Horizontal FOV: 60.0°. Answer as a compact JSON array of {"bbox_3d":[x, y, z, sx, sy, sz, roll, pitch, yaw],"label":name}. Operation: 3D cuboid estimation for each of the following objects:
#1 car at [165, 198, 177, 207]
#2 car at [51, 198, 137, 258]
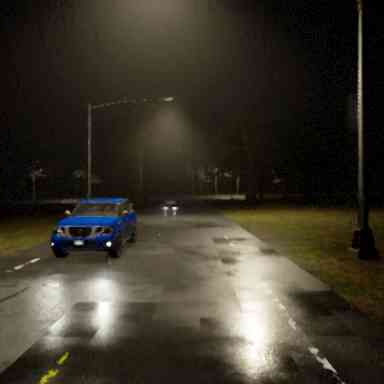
[{"bbox_3d":[-3.554,1.752,56.026,1.812,1.442,4.674,0,0,1],"label":"car"},{"bbox_3d":[-3.602,1.270,13.348,2.150,2.045,5.566,0,0,0],"label":"car"}]
